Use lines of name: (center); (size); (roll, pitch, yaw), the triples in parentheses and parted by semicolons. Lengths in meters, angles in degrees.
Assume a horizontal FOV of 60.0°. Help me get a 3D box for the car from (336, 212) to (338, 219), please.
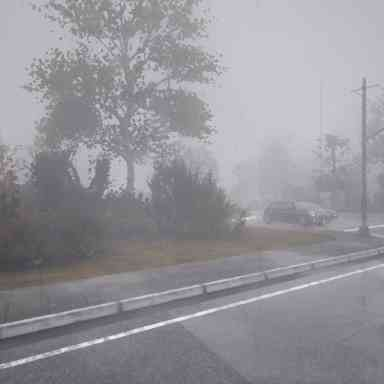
car: (9.212, 1.594, 26.889); (1.837, 1.490, 4.892); (0, -1, -42)

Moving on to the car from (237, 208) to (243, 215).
car: (3.501, 1.781, 33.716); (1.994, 1.385, 4.181); (0, -1, -42)

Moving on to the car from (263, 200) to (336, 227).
car: (7.313, 1.426, 23.643); (2.097, 1.767, 4.553); (0, -1, -38)
